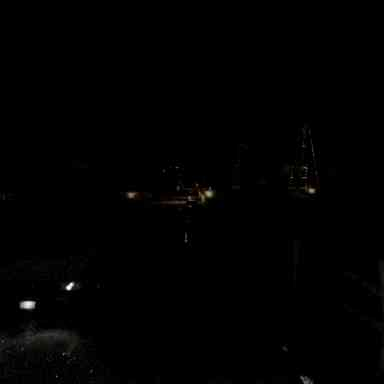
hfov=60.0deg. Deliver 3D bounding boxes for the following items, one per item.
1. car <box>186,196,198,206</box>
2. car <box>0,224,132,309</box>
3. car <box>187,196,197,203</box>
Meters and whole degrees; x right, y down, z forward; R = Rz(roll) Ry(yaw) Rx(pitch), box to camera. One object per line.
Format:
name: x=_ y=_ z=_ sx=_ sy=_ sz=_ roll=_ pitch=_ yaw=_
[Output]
car: x=0.005 y=1.550 z=56.985 sx=2.128 sy=1.511 sz=4.902 roll=0 pitch=0 yaw=0
car: x=-2.806 y=1.563 z=8.380 sx=2.033 sy=1.411 sz=5.357 roll=0 pitch=0 yaw=0
car: x=0.006 y=1.498 z=67.424 sx=1.812 sy=1.442 sz=4.674 roll=0 pitch=0 yaw=0
